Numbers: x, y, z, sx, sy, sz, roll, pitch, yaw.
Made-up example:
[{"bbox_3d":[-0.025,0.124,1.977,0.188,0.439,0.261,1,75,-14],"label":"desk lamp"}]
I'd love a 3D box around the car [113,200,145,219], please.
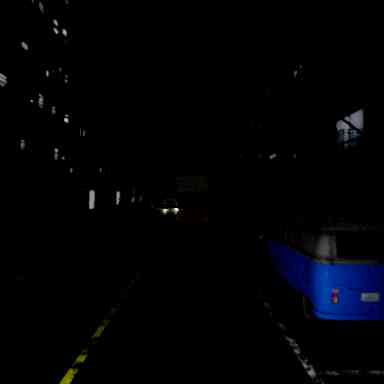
[{"bbox_3d":[-5.685,1.611,29.420,1.947,1.339,4.313,0,0,0],"label":"car"}]

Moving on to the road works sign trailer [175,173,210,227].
[{"bbox_3d":[0.018,0.500,22.931,2.380,3.560,2.880,0,0,0],"label":"road works sign trailer"}]

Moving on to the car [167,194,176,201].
[{"bbox_3d":[-5.673,1.428,91.422,2.192,1.841,5.009,0,0,0],"label":"car"}]

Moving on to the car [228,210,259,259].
[{"bbox_3d":[2.693,1.586,12.506,1.947,1.339,4.313,0,0,0],"label":"car"}]

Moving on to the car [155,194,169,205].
[{"bbox_3d":[-5.678,1.400,63.240,2.192,1.841,5.009,0,0,0],"label":"car"}]

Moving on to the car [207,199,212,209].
[{"bbox_3d":[2.696,1.595,29.415,2.008,1.369,4.403,0,0,0],"label":"car"}]

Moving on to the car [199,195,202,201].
[{"bbox_3d":[2.706,1.637,91.586,1.752,1.417,4.829,0,0,0],"label":"car"}]

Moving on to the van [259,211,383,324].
[{"bbox_3d":[2.693,1.352,6.870,1.690,1.788,3.998,0,0,0],"label":"van"}]

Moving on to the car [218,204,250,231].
[{"bbox_3d":[2.694,1.573,18.143,1.887,1.381,4.507,0,0,0],"label":"car"}]

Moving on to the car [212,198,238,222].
[{"bbox_3d":[2.695,1.476,23.780,1.967,1.590,4.097,0,0,0],"label":"car"}]

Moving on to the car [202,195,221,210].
[{"bbox_3d":[2.699,1.373,40.689,2.192,1.841,5.009,0,0,0],"label":"car"}]

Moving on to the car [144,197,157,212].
[{"bbox_3d":[-5.683,1.584,40.523,1.752,1.417,4.829,0,0,0],"label":"car"}]

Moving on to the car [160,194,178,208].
[{"bbox_3d":[-3.074,1.290,49.742,2.150,2.045,5.566,0,0,0],"label":"car"}]

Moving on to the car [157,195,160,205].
[{"bbox_3d":[-5.680,1.518,57.604,1.967,1.590,4.097,0,0,0],"label":"car"}]
